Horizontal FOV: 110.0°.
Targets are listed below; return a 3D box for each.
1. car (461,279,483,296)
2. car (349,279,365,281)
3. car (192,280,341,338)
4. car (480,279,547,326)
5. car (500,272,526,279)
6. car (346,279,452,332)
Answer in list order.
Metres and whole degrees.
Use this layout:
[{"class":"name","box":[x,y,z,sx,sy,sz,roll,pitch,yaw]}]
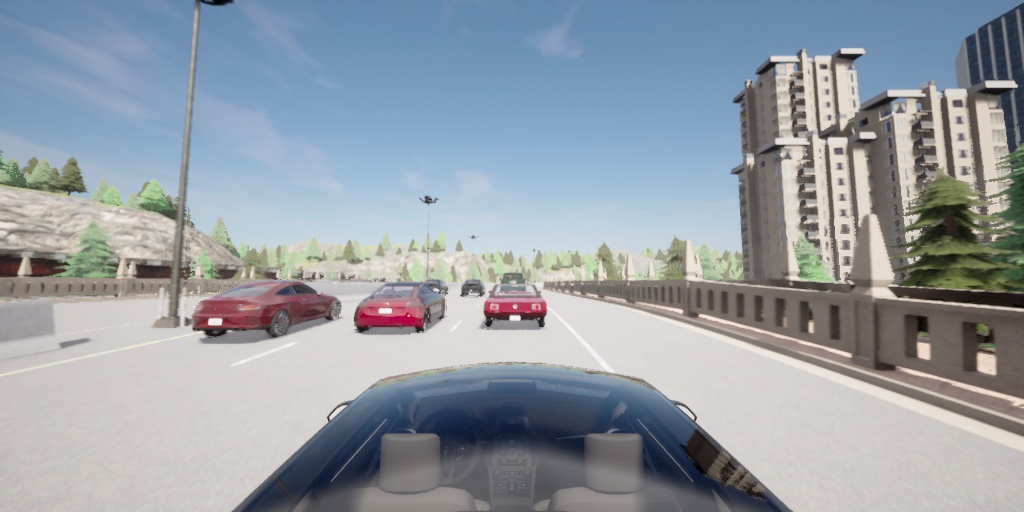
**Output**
[{"class":"car","box":[-3.407,2.831,32.167,1.837,1.490,4.892,0,-4,0]},{"class":"car","box":[-14.103,2.847,32.755,1.882,1.535,5.008,0,-4,0]},{"class":"car","box":[-6.901,1.448,10.645,1.812,1.442,4.674,0,-2,0]},{"class":"car","box":[0.098,1.601,12.587,1.895,1.301,4.718,0,-2,0]},{"class":"car","box":[0.094,2.499,31.514,2.150,2.045,5.566,0,-4,0]},{"class":"car","box":[-3.402,1.524,11.638,1.994,1.385,4.181,0,-2,0]}]
